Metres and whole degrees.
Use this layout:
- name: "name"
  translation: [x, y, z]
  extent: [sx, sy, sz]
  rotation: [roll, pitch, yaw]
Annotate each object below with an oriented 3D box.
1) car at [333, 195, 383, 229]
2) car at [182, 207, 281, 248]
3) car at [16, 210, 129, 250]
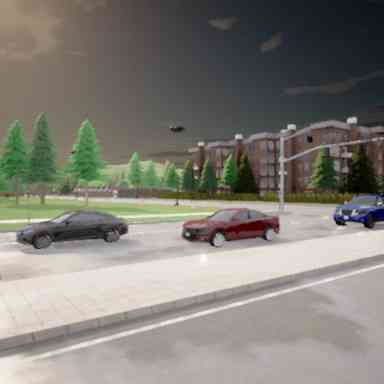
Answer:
- name: "car"
  translation: [11.816, 1.225, 22.242]
  extent: [5.566, 2.045, 2.150]
  rotation: [0, 0, -35]
- name: "car"
  translation: [1.866, 1.480, 15.097]
  extent: [5.008, 1.535, 1.882]
  rotation: [0, 0, -35]
- name: "car"
  translation: [-5.050, 1.526, 14.496]
  extent: [4.674, 1.442, 1.812]
  rotation: [0, 0, -36]
